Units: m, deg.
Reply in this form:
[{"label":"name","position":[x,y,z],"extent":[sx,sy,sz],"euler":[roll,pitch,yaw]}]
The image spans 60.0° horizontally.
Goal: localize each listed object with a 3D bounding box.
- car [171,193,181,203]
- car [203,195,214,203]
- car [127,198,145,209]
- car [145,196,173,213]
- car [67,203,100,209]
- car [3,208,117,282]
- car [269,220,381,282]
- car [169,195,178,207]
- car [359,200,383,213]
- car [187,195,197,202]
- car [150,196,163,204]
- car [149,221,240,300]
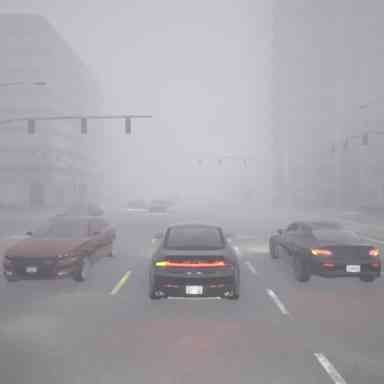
[{"label":"car","position":[-3.492,1.191,69.166],"extent":[2.150,2.045,5.566],"euler":[0,0,0]},{"label":"car","position":[3.551,1.470,71.109],"extent":[1.837,1.490,4.892],"euler":[0,0,0]},{"label":"car","position":[-7.292,1.544,44.989],"extent":[1.994,1.385,4.181],"euler":[0,0,5]},{"label":"car","position":[-3.596,1.531,36.819],"extent":[2.033,1.411,5.357],"euler":[0,0,0]},{"label":"car","position":[-7.098,1.468,21.446],"extent":[1.882,1.535,5.008],"euler":[0,0,0]},{"label":"car","position":[-3.599,1.473,9.965],"extent":[1.882,1.535,5.008],"euler":[0,0,0]},{"label":"car","position":[3.565,1.521,9.622],"extent":[1.812,1.442,4.674],"euler":[0,0,0]},{"label":"car","position":[-3.588,1.541,51.681],"extent":[1.994,1.385,4.181],"euler":[0,0,0]},{"label":"car","position":[20.850,1.531,35.482],"extent":[5.357,1.411,2.033],"euler":[0,0,1]},{"label":"car","position":[0.009,1.331,73.874],"extent":[2.128,1.511,4.902],"euler":[0,0,0]},{"label":"car","position":[-7.019,1.518,66.750],"extent":[2.033,1.411,5.357],"euler":[0,0,1]},{"label":"car","position":[0.059,1.501,8.366],"extent":[1.837,1.490,4.892],"euler":[0,0,0]}]
